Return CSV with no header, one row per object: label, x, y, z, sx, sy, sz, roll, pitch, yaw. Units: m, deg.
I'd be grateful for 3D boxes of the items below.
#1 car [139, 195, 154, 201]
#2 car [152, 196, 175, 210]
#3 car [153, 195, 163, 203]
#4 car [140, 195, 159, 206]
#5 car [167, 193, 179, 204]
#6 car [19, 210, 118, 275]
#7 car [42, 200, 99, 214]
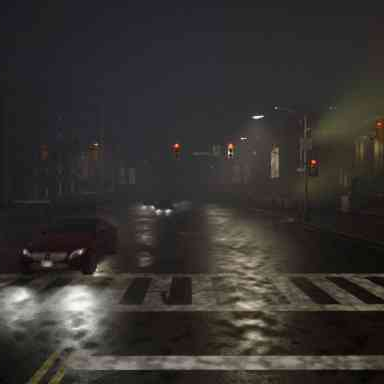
car,-11.688,1.496,85.091,2.033,1.411,5.357,0,0,-29
car,-3.637,1.564,43.064,1.994,1.385,4.181,0,0,0
car,-7.154,1.500,69.795,1.837,1.490,4.892,0,0,-3
car,-7.155,1.601,56.045,1.895,1.301,4.718,0,0,0
car,-3.672,1.221,62.234,2.150,2.045,5.566,0,0,0
car,-3.600,1.526,10.594,1.812,1.442,4.674,0,0,0
car,-12.375,1.547,34.179,5.357,1.411,2.033,0,0,-31
